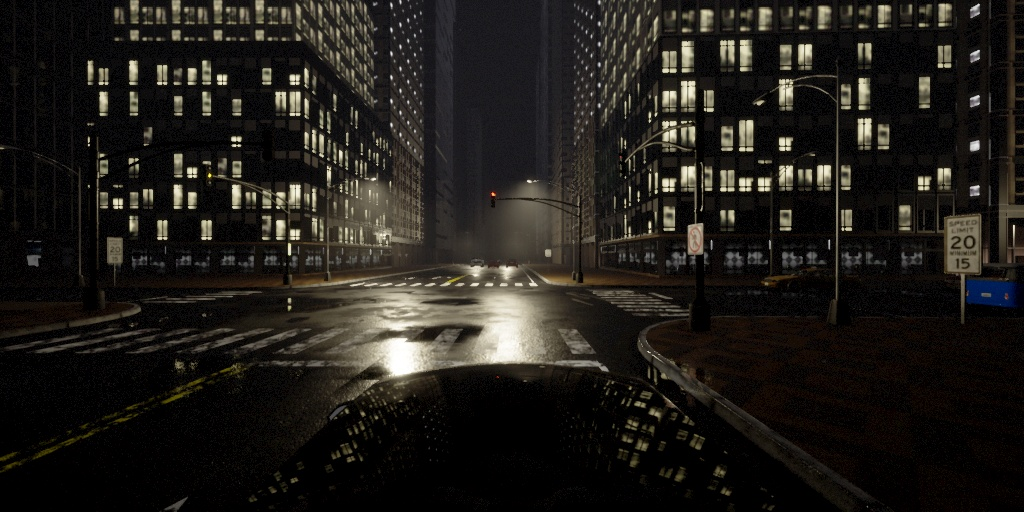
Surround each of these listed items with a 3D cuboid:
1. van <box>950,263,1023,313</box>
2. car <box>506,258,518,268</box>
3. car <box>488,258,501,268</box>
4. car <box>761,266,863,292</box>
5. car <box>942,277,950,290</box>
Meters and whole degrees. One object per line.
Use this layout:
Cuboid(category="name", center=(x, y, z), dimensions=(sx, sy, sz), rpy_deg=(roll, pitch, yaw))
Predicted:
Cuboid(category="van", center=(18.360, 1.119, 12.413), dimensions=(3.998, 1.789, 1.690), rpy_deg=(0, 0, 2))
Cuboid(category="car", center=(0.013, 1.212, 63.559), dimensions=(2.097, 1.767, 4.553), rpy_deg=(0, 0, 0))
Cuboid(category="car", center=(-3.237, 1.460, 63.203), dimensions=(1.895, 1.301, 4.718), rpy_deg=(0, 0, 0))
Cuboid(category="car", center=(17.092, 1.293, 20.585), dimensions=(4.829, 1.417, 1.751), rpy_deg=(0, 0, 2))
Cuboid(category="car", center=(26.926, 1.356, 20.099), dimensions=(4.207, 1.307, 1.802), rpy_deg=(0, 0, 2))
